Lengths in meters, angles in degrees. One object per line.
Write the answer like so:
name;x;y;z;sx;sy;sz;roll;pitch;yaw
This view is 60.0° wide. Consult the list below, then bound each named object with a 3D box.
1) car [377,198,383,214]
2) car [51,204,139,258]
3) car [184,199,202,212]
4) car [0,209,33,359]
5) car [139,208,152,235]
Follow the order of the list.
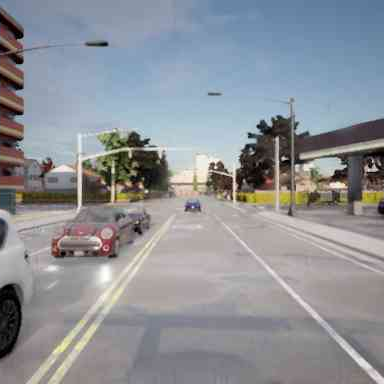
car;20.262;1.315;31.597;4.611;1.667;2.242;0;0;1
car;-3.562;1.361;12.759;2.097;1.767;4.553;0;0;0
car;0.137;1.552;39.938;1.812;1.442;4.674;0;0;1
car;-3.594;1.225;3.024;2.150;2.045;5.566;0;0;0
car;-3.507;1.613;19.078;1.895;1.301;4.718;0;0;0
